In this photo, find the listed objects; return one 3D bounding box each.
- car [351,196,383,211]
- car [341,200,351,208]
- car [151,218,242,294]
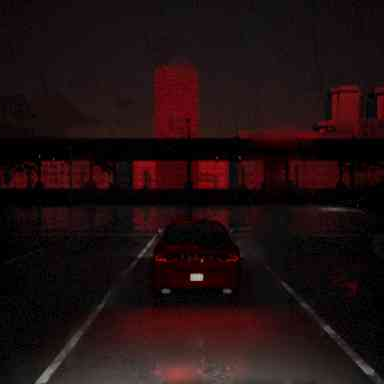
[{"bbox_3d":[19.914,1.144,34.976,4.902,1.511,2.128,-1,0,1],"label":"car"},{"bbox_3d":[19.731,1.156,38.501,4.674,1.442,1.812,-1,0,2],"label":"car"},{"bbox_3d":[0.095,1.416,8.634,1.882,1.535,5.008,0,0,0],"label":"car"}]
